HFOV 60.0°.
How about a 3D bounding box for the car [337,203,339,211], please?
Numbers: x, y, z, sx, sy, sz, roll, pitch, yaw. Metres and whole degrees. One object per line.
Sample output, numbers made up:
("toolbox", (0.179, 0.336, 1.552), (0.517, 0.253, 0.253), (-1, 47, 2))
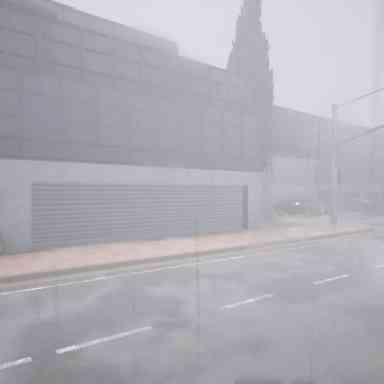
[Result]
("car", (11.789, 1.352, 33.423), (2.097, 1.767, 4.553), (0, 0, -37))

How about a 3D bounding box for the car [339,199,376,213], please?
("car", (17.906, 1.505, 37.289), (1.837, 1.490, 4.892), (0, 0, -37))

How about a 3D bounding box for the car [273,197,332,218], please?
("car", (9.700, 1.491, 30.366), (2.128, 1.511, 4.902), (0, 0, -37))
